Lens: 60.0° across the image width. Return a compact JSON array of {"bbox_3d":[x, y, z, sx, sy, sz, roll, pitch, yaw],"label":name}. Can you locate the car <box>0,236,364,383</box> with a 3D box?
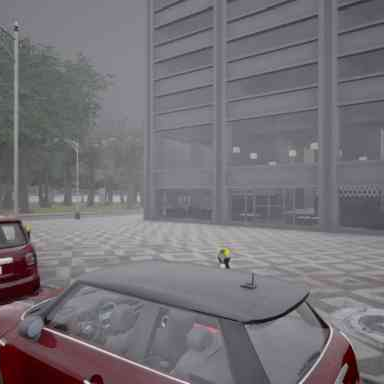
[{"bbox_3d":[-0.584,1.440,3.376,4.097,1.590,1.967,0,0,35],"label":"car"}]

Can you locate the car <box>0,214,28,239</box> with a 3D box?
[{"bbox_3d":[-5.015,1.315,6.528,5.009,1.841,2.192,0,0,35],"label":"car"}]
